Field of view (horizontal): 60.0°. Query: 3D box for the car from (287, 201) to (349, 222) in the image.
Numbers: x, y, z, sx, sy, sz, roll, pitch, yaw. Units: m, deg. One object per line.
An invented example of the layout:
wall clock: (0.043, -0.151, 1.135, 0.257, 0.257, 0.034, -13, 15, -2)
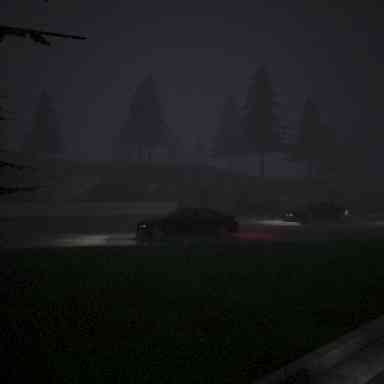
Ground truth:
car: (9.635, 1.459, 25.411, 4.892, 1.490, 1.837, 0, 1, -19)

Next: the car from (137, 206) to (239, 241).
car: (-0.198, 1.458, 16.371, 5.008, 1.535, 1.882, 0, 0, -9)
